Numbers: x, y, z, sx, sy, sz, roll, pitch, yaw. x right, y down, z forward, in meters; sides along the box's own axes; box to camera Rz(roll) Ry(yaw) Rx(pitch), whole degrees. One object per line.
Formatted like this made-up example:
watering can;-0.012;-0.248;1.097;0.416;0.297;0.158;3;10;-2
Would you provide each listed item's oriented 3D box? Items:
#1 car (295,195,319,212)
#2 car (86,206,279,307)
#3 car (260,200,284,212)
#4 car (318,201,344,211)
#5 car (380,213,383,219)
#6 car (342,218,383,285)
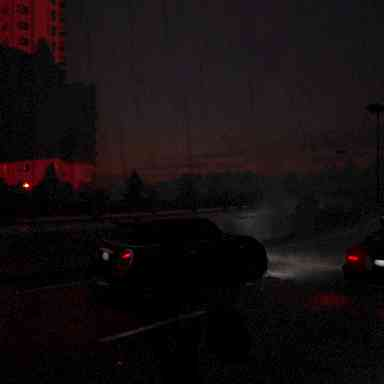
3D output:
car;14.344;1.412;41.275;2.150;2.045;5.566;0;0;30
car;-0.163;1.377;8.334;4.553;1.767;2.097;0;0;-39
car;9.719;1.678;40.462;2.128;1.511;4.902;0;0;32
car;15.644;1.684;36.743;1.812;1.442;4.674;0;0;32
car;13.767;1.618;21.858;2.033;1.411;5.357;0;0;40
car;5.904;1.569;8.770;5.357;1.411;2.033;0;0;-42
